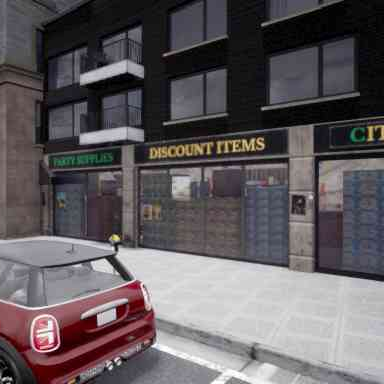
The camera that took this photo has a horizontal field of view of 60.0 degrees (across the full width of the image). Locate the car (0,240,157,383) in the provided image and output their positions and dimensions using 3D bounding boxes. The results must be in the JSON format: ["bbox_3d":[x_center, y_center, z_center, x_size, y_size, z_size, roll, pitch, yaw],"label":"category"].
[{"bbox_3d":[-2.542,1.440,4.894,4.097,1.590,1.967,0,0,36],"label":"car"}]
